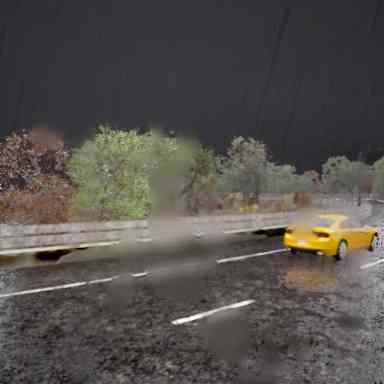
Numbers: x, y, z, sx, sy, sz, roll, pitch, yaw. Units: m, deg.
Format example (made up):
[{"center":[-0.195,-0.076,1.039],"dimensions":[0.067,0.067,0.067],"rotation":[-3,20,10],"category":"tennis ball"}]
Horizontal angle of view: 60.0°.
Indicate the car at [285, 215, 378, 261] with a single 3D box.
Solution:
[{"center":[5.657,1.647,13.174],"dimensions":[5.008,1.535,1.882],"rotation":[1,-1,-42],"category":"car"}]
